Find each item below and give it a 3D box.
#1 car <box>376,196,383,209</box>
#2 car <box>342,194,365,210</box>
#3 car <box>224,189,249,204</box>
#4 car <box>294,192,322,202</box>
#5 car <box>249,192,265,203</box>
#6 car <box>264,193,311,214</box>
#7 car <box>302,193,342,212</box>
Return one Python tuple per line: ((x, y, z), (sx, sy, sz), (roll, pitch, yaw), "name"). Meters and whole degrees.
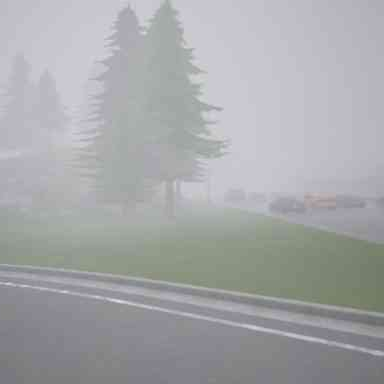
((18.435, 0.635, 29.288), (2.097, 1.767, 4.553), (-1, 1, -5), "car")
((14.674, 0.902, 31.943), (1.994, 1.385, 4.181), (-1, 1, -5), "car")
((6.113, 0.578, 48.126), (2.150, 2.045, 5.566), (-1, 1, -5), "car")
((16.670, 0.726, 48.082), (1.895, 1.301, 4.718), (-1, 1, -5), "car")
((9.520, 0.775, 49.341), (1.837, 1.490, 4.892), (-1, 1, -5), "car")
((7.989, 1.086, 28.298), (1.994, 1.385, 4.181), (-1, 1, -5), "car")
((11.293, 0.904, 30.510), (1.882, 1.535, 5.008), (-1, 1, -5), "car")
